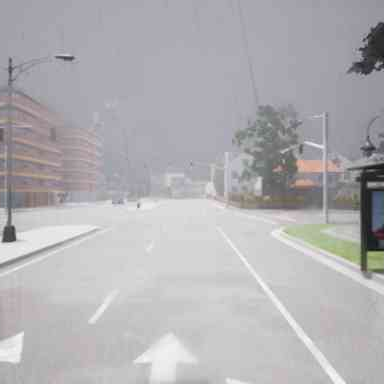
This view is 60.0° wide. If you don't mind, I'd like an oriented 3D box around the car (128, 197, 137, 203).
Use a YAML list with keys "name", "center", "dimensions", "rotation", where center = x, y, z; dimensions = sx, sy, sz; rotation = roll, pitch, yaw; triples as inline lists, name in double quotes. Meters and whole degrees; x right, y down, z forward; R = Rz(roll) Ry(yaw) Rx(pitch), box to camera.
- name: "car"
  center: [-15.001, 1.942, 83.461]
  dimensions: [2.128, 1.511, 4.902]
  rotation: [0, 0, 0]

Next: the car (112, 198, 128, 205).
- name: "car"
  center: [-15.000, 1.896, 67.665]
  dimensions: [2.128, 1.511, 4.902]
  rotation: [0, 0, 0]
